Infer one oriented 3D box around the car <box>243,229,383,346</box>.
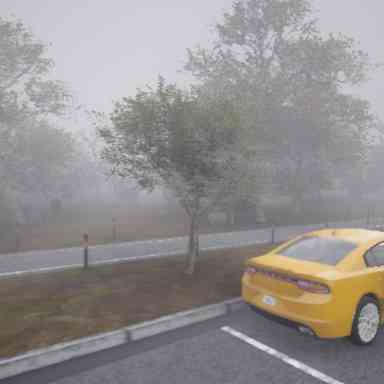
[{"bbox_3d":[3.230,1.449,6.359,5.008,1.535,2.097,-1,0,-33],"label":"car"}]
